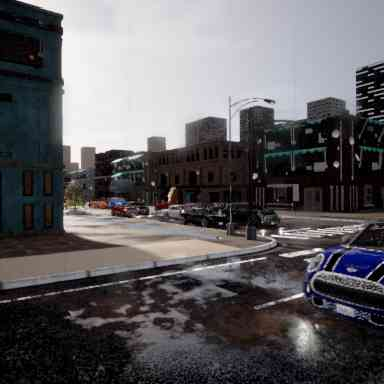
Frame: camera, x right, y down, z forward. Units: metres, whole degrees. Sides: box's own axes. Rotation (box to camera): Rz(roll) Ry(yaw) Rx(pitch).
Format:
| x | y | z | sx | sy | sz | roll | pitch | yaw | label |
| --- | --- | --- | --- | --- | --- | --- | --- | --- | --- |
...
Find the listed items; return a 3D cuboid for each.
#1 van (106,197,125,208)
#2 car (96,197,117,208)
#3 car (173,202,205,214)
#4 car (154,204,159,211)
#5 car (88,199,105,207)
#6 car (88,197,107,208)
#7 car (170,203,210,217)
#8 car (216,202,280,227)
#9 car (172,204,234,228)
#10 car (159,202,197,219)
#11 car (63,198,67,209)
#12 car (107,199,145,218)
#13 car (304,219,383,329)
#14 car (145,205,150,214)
| x | y | z | sx | sy | sz | roll | pitch | yaw | label |
| --- | --- | --- | --- | --- | --- | --- | --- | --- | --- |
| -13.195 | 1.907 | 58.861 | 1.690 | 1.788 | 3.998 | -1 | 0 | -35 | van |
| -16.398 | 1.940 | 63.376 | 2.192 | 1.841 | 5.009 | -1 | 0 | -35 | car |
| -0.382 | 1.903 | 40.802 | 1.802 | 1.307 | 4.206 | -2 | 0 | -35 | car |
| -3.583 | 1.966 | 45.316 | 1.802 | 1.307 | 4.206 | -2 | 0 | -35 | car |
| -19.594 | 2.228 | 67.891 | 1.887 | 1.381 | 4.507 | -1 | 0 | -35 | car |
| -17.024 | 1.975 | 59.803 | 2.097 | 1.767 | 4.553 | -1 | 0 | -35 | car |
| -0.306 | 1.905 | 36.201 | 1.895 | 1.301 | 4.718 | -1 | 0 | -35 | car |
| 4.189 | 1.547 | 24.246 | 2.097 | 1.767 | 4.553 | -1 | 0 | -34 | car |
| 0.713 | 1.814 | 24.563 | 1.947 | 1.339 | 4.313 | -1 | 0 | -35 | car |
| -0.906 | 1.898 | 31.549 | 1.895 | 1.301 | 4.718 | -1 | 0 | -35 | car |
| -23.129 | 2.233 | 58.388 | 1.752 | 1.417 | 4.829 | -1 | 0 | -35 | car |
| -7.219 | 1.846 | 35.952 | 1.967 | 1.590 | 4.097 | -1 | 0 | -35 | car |
| 4.344 | 1.350 | 6.769 | 4.553 | 1.767 | 2.097 | 0 | 0 | -35 | car |
| -6.814 | 1.918 | 39.890 | 1.837 | 1.490 | 4.892 | -1 | 0 | -35 | car |
